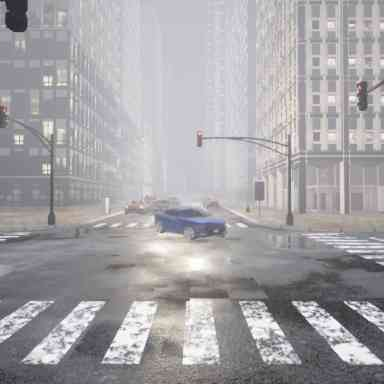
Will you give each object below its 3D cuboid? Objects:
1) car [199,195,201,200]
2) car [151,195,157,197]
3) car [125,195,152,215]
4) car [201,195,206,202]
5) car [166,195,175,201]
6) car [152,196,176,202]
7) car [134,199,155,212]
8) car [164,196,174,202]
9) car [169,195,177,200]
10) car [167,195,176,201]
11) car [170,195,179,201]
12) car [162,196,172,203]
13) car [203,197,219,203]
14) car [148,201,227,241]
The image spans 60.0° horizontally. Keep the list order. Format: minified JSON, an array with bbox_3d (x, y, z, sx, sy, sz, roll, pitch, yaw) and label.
[{"bbox_3d":[2.864,1.590,61.763,1.947,1.339,4.313,1,0,0],"label":"car"},{"bbox_3d":[-5.555,1.332,44.990,2.192,1.841,5.009,1,0,0],"label":"car"},{"bbox_3d":[-5.586,1.453,33.840,1.967,1.590,4.097,1,0,0],"label":"car"},{"bbox_3d":[2.851,1.547,56.356,1.752,1.417,4.829,1,0,0],"label":"car"},{"bbox_3d":[-5.458,1.578,84.016,1.887,1.381,4.507,1,0,0],"label":"car"},{"bbox_3d":[-3.008,1.518,35.027,1.837,1.490,4.892,0,0,0],"label":"car"},{"bbox_3d":[-5.575,1.597,39.415,1.802,1.307,4.206,1,0,0],"label":"car"},{"bbox_3d":[-5.472,1.582,78.441,2.008,1.369,4.403,1,0,0],"label":"car"},{"bbox_3d":[-5.430,1.605,95.167,1.947,1.339,4.313,1,0,0],"label":"car"},{"bbox_3d":[-5.444,1.587,89.591,2.008,1.369,4.403,1,0,0],"label":"car"},{"bbox_3d":[-2.949,1.526,52.112,1.837,1.490,4.892,0,0,0],"label":"car"},{"bbox_3d":[-5.487,1.574,72.866,1.887,1.381,4.507,1,0,0],"label":"car"},{"bbox_3d":[2.820,1.599,45.030,1.802,1.307,4.206,1,0,0],"label":"car"},{"bbox_3d":[-0.228,1.484,17.177,1.882,1.535,5.008,-1,1,-32],"label":"car"}]
